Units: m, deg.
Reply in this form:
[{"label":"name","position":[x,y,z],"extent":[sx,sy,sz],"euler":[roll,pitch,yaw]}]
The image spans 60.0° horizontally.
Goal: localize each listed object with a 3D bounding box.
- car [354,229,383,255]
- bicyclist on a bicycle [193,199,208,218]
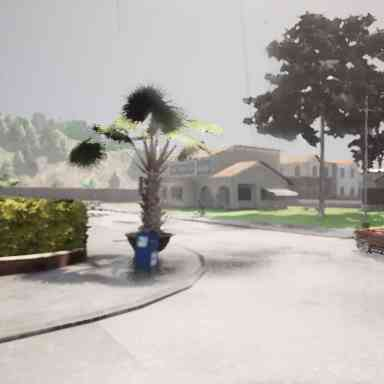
[{"label":"car","position":[7.473,1.705,11.190],"extent":[1.895,1.301,4.718],"euler":[1,0,-2]},{"label":"bicyclist on a bicycle","position":[0.775,1.498,29.918],"extent":[1.656,1.620,0.582],"euler":[0,0,-35]}]
